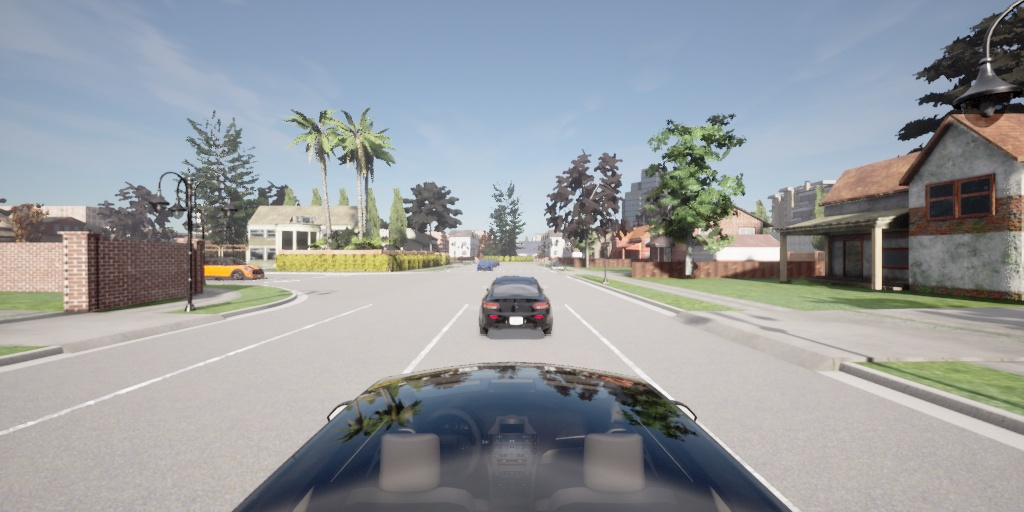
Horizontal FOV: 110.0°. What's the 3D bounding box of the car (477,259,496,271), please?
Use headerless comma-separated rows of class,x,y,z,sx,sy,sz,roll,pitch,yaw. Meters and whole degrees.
car,-3.638,1.249,48.555,1.882,1.535,5.008,0,0,0

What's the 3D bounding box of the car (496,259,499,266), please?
car,-3.635,1.302,60.114,1.812,1.442,4.674,0,0,0

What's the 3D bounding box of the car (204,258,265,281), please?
car,-21.607,0.954,27.420,4.553,1.767,2.097,0,0,0

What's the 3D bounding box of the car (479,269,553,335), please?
car,0.092,1.279,10.358,1.812,1.442,4.674,0,0,0
